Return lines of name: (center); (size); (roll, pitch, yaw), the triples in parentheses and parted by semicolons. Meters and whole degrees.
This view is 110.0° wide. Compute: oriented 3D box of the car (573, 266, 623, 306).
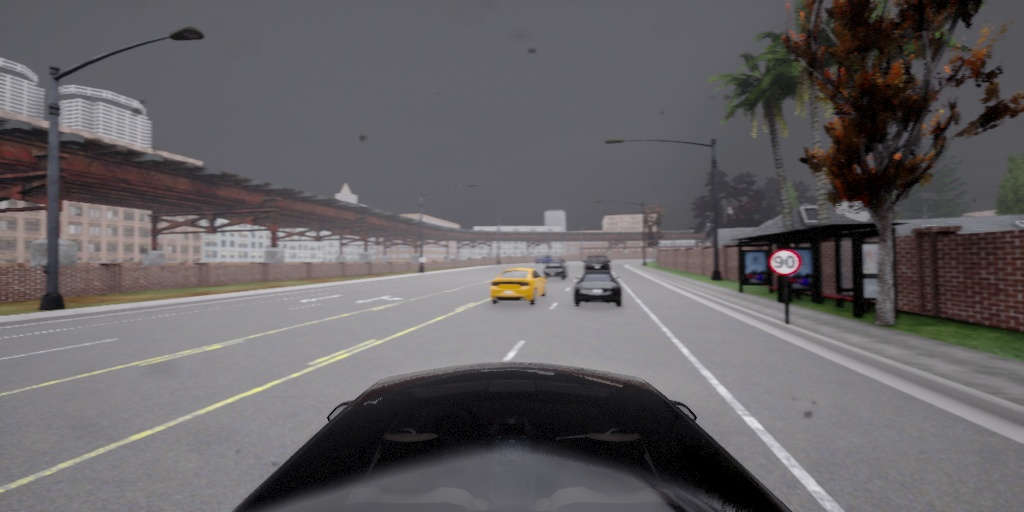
car: (3.799, 1.338, 15.932); (1.994, 1.385, 4.181); (-1, 0, 14)

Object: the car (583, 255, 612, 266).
car: (7.171, 0.934, 30.222); (2.150, 2.045, 5.566); (-1, 0, 13)

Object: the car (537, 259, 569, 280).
car: (3.837, 1.259, 31.303); (2.128, 1.511, 4.902); (-1, 0, 13)

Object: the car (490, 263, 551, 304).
car: (0.432, 1.301, 16.892); (1.882, 1.535, 5.008); (-1, 0, 13)
